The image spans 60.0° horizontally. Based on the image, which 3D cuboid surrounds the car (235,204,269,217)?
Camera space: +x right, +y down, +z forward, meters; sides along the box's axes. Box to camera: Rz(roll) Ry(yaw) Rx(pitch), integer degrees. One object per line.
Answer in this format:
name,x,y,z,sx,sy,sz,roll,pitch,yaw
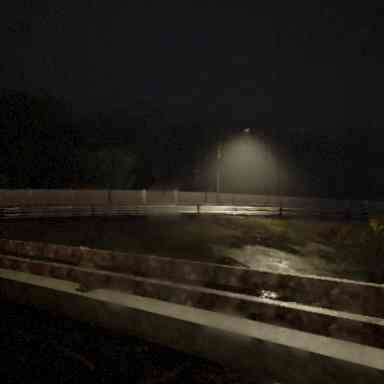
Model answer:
car,7.764,2.271,42.981,4.553,1.767,2.097,3,-2,-24
